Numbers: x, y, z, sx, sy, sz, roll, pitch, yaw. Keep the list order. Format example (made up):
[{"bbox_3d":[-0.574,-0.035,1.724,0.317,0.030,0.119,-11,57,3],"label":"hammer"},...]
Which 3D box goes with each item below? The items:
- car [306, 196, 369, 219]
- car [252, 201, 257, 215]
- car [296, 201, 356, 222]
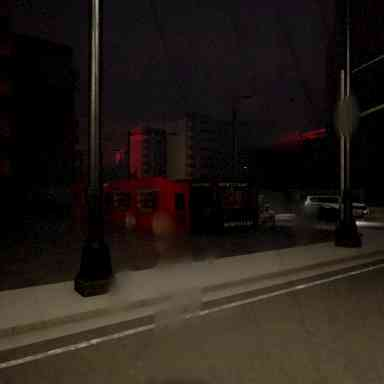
[{"bbox_3d":[12.797,1.339,29.946,2.150,2.045,5.566,0,-1,-36],"label":"car"},{"bbox_3d":[5.396,1.685,34.197,1.882,1.535,5.008,0,-1,-36],"label":"car"},{"bbox_3d":[10.578,1.667,27.037,1.994,1.385,4.181,0,-1,-36],"label":"car"}]
